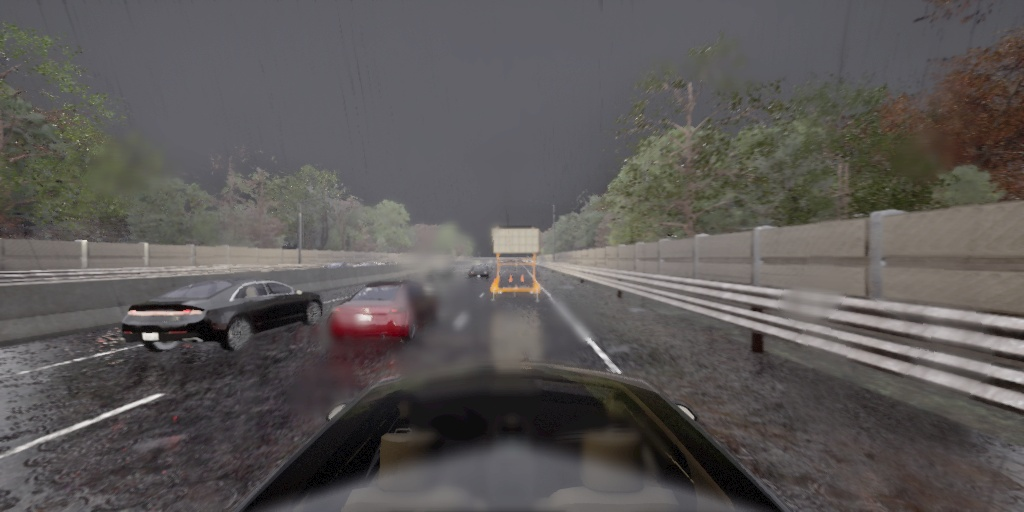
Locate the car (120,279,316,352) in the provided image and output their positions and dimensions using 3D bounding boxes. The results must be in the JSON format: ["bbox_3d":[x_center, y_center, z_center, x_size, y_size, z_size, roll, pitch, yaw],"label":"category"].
[{"bbox_3d":[-6.792,1.319,9.194,2.128,1.511,4.902,0,0,1],"label":"car"}]

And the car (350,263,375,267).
[{"bbox_3d":[-20.401,1.695,51.039,2.033,1.411,5.357,0,0,1],"label":"car"}]

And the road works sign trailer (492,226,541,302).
[{"bbox_3d":[0.220,0.298,17.786,2.380,3.560,2.880,0,0,1],"label":"road works sign trailer"}]

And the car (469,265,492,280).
[{"bbox_3d":[-2.974,1.547,34.608,1.895,1.301,4.718,0,0,1],"label":"car"}]

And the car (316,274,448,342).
[{"bbox_3d":[-3.280,1.376,10.053,1.994,1.385,4.181,0,0,1],"label":"car"}]

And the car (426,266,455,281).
[{"bbox_3d":[-6.491,1.560,33.284,1.895,1.301,4.718,0,0,1],"label":"car"}]

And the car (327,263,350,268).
[{"bbox_3d":[-23.930,1.684,49.555,1.812,1.442,4.674,0,0,1],"label":"car"}]
